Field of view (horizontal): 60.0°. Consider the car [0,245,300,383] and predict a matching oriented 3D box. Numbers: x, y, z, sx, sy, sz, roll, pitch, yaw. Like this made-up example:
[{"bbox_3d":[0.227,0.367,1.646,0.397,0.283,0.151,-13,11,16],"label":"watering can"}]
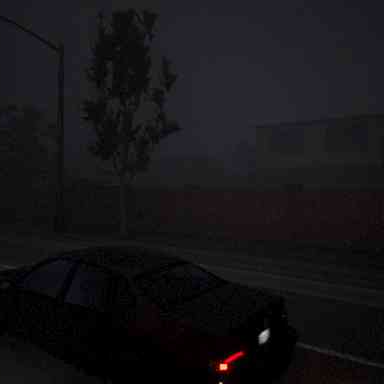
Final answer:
[{"bbox_3d":[-1.287,1.545,4.911,5.357,1.411,2.033,0,0,35],"label":"car"}]
